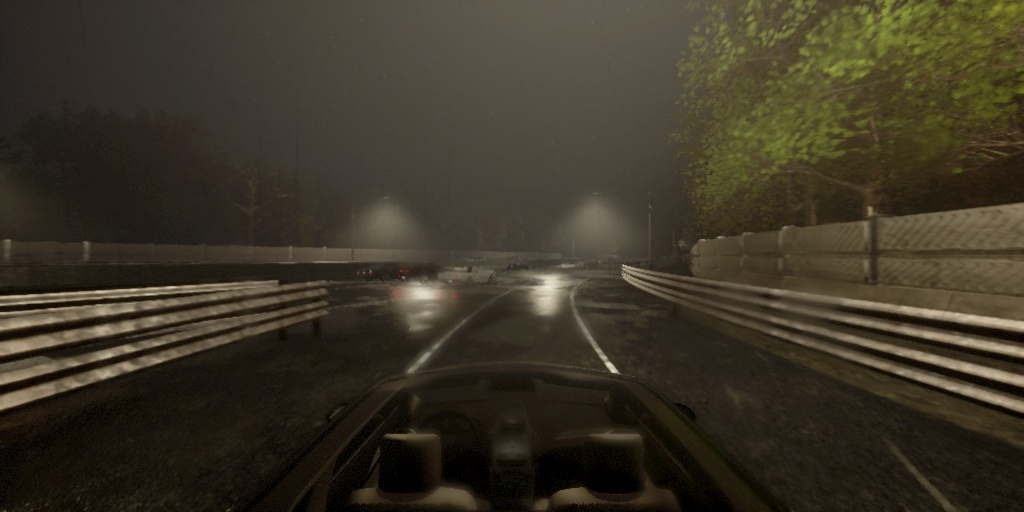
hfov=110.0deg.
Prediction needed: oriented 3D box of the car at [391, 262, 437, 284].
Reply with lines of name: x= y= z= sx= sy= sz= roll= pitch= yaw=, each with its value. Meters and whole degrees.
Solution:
car: x=-6.173 y=1.199 z=26.158 sx=1.837 sy=1.490 sz=4.892 roll=0 pitch=0 yaw=26

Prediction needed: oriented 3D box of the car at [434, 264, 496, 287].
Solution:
car: x=-2.954 y=1.317 z=24.749 sx=1.895 sy=1.301 sz=4.718 roll=1 pitch=0 yaw=26

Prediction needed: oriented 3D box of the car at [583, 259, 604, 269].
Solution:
car: x=12.542 y=1.287 z=56.262 sx=1.837 sy=1.490 sz=4.892 roll=0 pitch=0 yaw=26

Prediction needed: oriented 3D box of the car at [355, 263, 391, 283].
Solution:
car: x=-9.366 y=1.243 z=27.599 sx=2.033 sy=1.411 sz=5.357 roll=0 pitch=0 yaw=26

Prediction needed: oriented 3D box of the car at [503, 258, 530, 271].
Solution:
car: x=0.885 y=1.318 z=48.465 sx=1.994 sy=1.385 sz=4.181 roll=0 pitch=0 yaw=26
